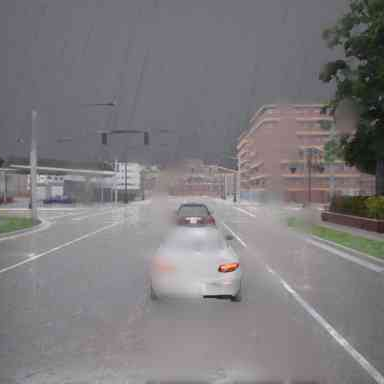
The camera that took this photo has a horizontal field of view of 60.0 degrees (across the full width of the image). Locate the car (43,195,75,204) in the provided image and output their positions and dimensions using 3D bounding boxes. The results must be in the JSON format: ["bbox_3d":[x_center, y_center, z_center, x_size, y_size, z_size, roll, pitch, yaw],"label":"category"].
[{"bbox_3d":[-23.437,1.295,57.889,4.611,1.667,2.242,0,0,1],"label":"car"}]

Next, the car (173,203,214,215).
[{"bbox_3d":[0.064,1.352,17.181,2.097,1.767,4.553,0,0,0],"label":"car"}]

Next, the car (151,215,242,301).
[{"bbox_3d":[0.087,1.526,8.188,1.812,1.442,4.674,0,0,0],"label":"car"}]

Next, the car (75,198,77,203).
[{"bbox_3d":[-24.167,1.456,63.639,3.806,1.475,1.970,0,0,1],"label":"car"}]
